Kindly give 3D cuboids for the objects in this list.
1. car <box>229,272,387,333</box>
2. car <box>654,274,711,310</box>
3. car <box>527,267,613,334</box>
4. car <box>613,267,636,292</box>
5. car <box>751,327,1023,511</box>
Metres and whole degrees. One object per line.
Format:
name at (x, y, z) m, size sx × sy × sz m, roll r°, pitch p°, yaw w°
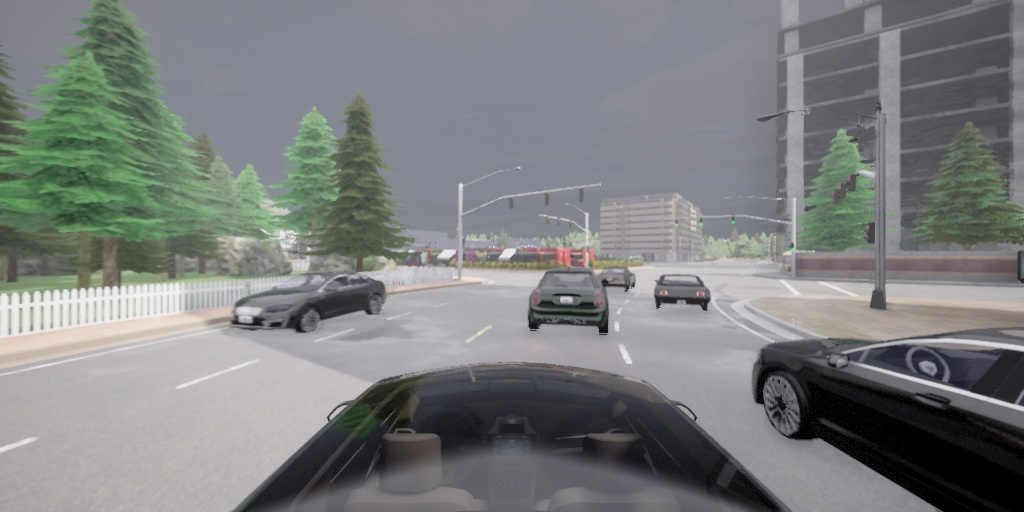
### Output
car at (-5.749, 1.245, 10.870) m, size 2.128 × 1.511 × 4.902 m, roll 0°, pitch 0°, yaw 13°
car at (7.014, 1.396, 15.055) m, size 1.895 × 1.301 × 4.718 m, roll 0°, pitch 0°, yaw 23°
car at (1.865, 1.126, 11.033) m, size 2.097 × 1.767 × 4.553 m, roll 0°, pitch 0°, yaw 14°
car at (6.500, 1.364, 22.199) m, size 2.033 × 1.411 × 5.357 m, roll 0°, pitch 0°, yaw 25°
car at (3.837, 1.253, 2.467) m, size 2.128 × 1.511 × 4.902 m, roll 0°, pitch 0°, yaw 2°
